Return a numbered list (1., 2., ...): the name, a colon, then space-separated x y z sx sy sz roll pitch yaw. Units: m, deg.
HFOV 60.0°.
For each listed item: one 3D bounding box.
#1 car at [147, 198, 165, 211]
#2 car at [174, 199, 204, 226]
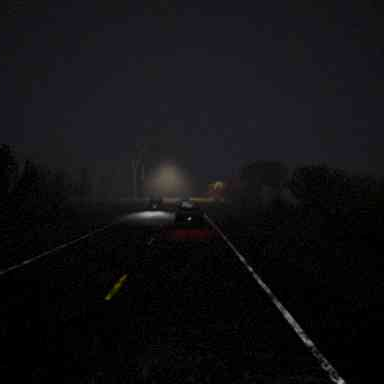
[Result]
1. car: -4.401 1.456 40.784 2.128 1.511 4.902 0 0 -3
2. car: -0.211 1.478 23.283 2.128 1.511 4.902 0 0 -2
